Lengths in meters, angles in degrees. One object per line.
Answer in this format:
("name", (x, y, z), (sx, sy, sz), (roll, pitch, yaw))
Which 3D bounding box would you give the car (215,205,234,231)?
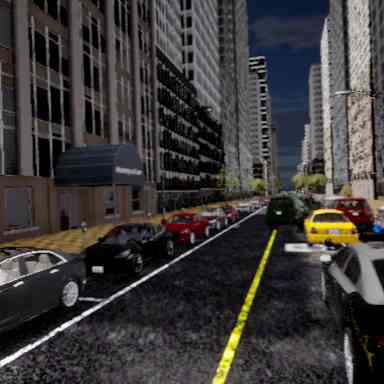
("car", (1.217, 1.744, 22.088), (2.008, 1.369, 4.403), (-3, -1, 16))

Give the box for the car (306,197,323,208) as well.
("car", (17.243, 1.501, 47.006), (2.008, 1.369, 4.403), (-3, -1, 16))

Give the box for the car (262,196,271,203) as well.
("car", (17.144, 1.782, 76.470), (1.752, 1.417, 4.829), (-3, -1, 16))

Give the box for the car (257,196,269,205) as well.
("car", (13.993, 1.685, 65.725), (1.967, 1.590, 4.097), (-3, -1, 16))

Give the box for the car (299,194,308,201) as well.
("car", (28.421, 1.433, 85.190), (1.967, 1.590, 4.097), (-3, -1, 16))

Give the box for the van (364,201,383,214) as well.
("van", (6.052, 1.245, 8.828), (1.690, 1.788, 3.998), (-3, -1, 16))

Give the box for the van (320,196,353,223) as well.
("van", (10.845, 1.265, 25.191), (1.690, 1.788, 3.998), (-3, -1, 16))

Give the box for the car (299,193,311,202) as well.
("car", (25.221, 1.297, 74.283), (2.192, 1.841, 5.009), (-3, -1, 16))

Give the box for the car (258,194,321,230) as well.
("car", (6.638, 1.231, 20.880), (2.150, 2.045, 5.566), (-3, -1, 40))

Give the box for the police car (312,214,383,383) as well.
("police car", (3.069, 1.382, 4.966), (1.930, 1.638, 5.238), (-2, -1, 16))

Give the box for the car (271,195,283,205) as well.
("car", (16.633, 1.508, 65.152), (2.097, 1.767, 4.553), (-2, -1, 16))

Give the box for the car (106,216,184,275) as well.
("car", (-1.977, 1.745, 11.179), (1.947, 1.339, 4.313), (-3, -1, 16))

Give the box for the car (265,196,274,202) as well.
("car", (20.387, 1.835, 87.542), (1.947, 1.339, 4.313), (-3, -1, 16))

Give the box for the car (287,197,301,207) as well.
("car", (16.517, 1.610, 54.067), (1.994, 1.385, 4.181), (-2, -1, 16))

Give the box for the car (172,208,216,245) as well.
("car", (-0.380, 1.731, 16.633), (1.887, 1.381, 4.507), (-3, -1, 16))

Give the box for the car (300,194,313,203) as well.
("car", (23.623, 1.290, 68.828), (2.192, 1.841, 5.009), (-3, -1, 16))

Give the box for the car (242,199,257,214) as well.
("car", (6.010, 1.764, 38.452), (2.008, 1.369, 4.403), (-3, -1, 16))

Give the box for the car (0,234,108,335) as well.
("car", (-3.575, 1.723, 5.724), (2.008, 1.369, 4.403), (-3, -1, 16))

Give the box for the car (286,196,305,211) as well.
("car", (12.959, 1.382, 41.855), (2.097, 1.767, 4.553), (-2, -1, 17))

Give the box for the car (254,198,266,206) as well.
("car", (12.401, 1.820, 60.269), (1.802, 1.307, 4.206), (-3, -1, 16))

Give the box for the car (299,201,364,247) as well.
("car", (5.904, 1.424, 14.639), (1.801, 1.575, 5.366), (-2, -1, 16))

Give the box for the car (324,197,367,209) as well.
("car", (9.246, 1.232, 19.737), (2.192, 1.841, 5.009), (-3, -1, 16))

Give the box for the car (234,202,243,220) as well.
("car", (2.816, 1.781, 27.542), (1.802, 1.307, 4.206), (-3, -1, 16))
